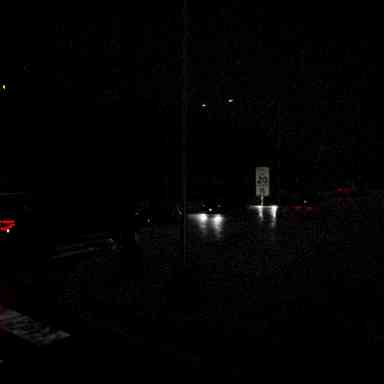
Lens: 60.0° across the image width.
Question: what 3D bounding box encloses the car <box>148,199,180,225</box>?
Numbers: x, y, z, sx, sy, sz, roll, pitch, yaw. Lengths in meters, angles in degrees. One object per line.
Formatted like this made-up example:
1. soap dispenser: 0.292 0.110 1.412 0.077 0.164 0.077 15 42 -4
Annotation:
1. car: -2.524 1.118 19.102 1.994 1.385 4.181 0 2 35

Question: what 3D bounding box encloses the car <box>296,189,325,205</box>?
1. car: 12.845 0.608 35.683 1.895 1.301 4.718 0 2 35

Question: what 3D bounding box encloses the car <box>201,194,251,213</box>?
1. car: 2.887 0.859 26.734 2.033 1.411 5.357 0 2 35

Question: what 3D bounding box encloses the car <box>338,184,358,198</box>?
1. car: 24.392 -0.219 51.953 2.150 2.045 5.566 0 2 35

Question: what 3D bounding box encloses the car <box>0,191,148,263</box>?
1. car: -4.314 0.983 11.456 2.150 2.045 5.566 0 2 35

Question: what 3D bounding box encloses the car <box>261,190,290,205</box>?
1. car: 8.894 0.557 35.197 1.837 1.490 4.892 0 2 35
